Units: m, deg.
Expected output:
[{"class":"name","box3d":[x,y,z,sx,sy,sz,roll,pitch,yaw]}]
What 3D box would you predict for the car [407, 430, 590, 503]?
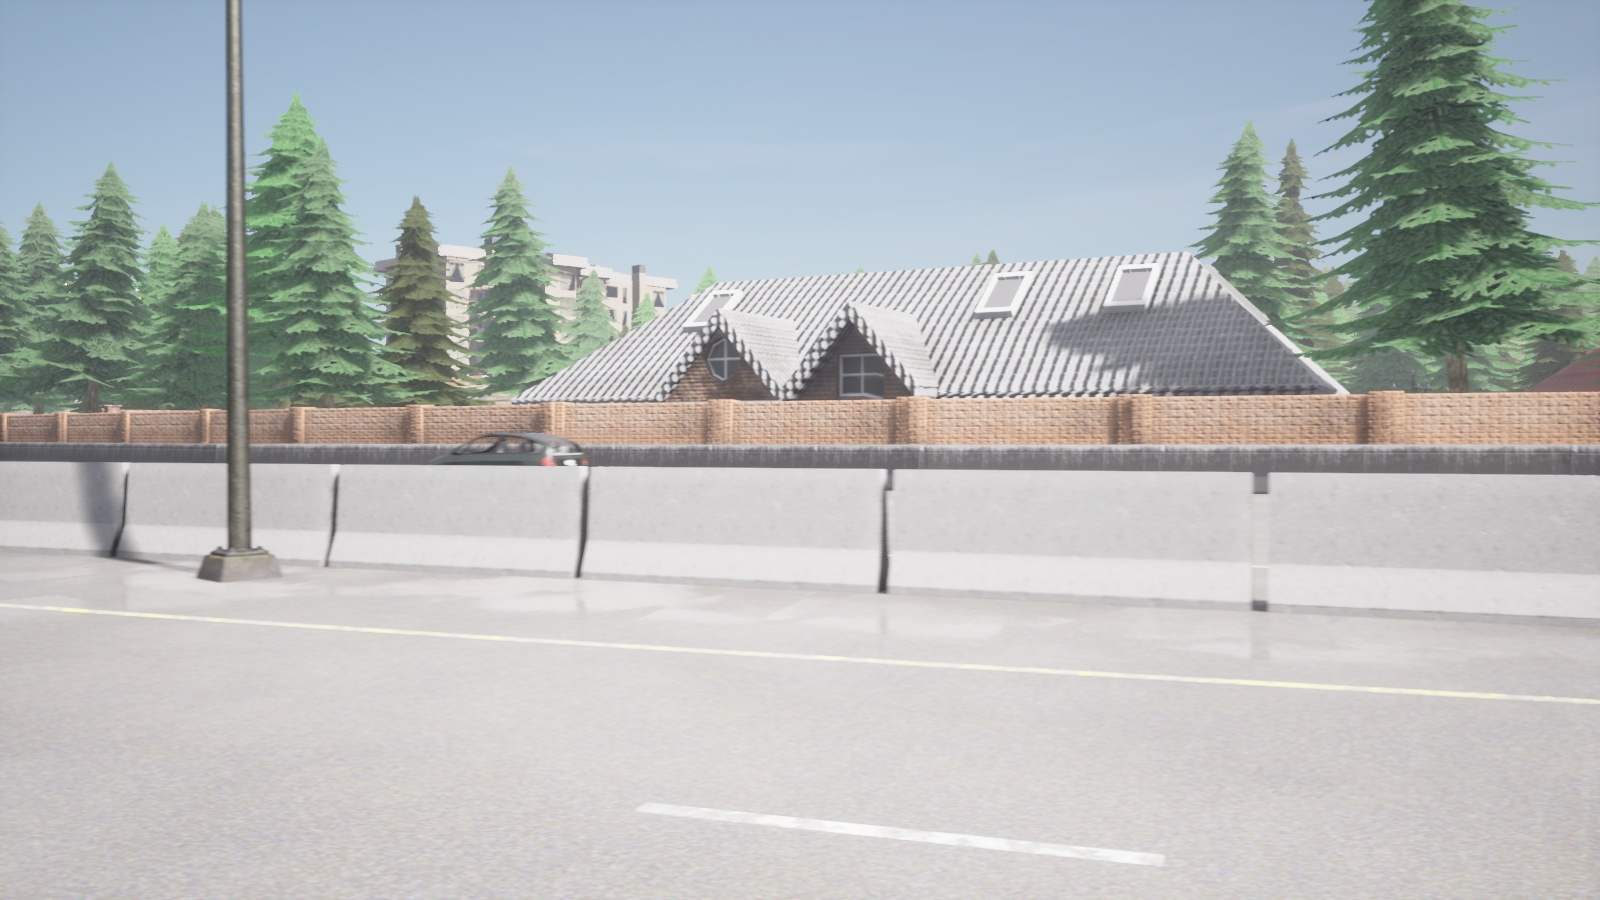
[{"class":"car","box3d":[-6.809,0.332,28.416,3.705,1.549,1.789,1,1,24]}]
